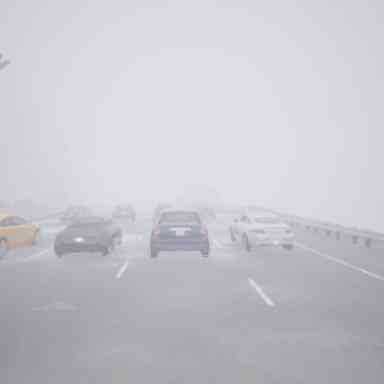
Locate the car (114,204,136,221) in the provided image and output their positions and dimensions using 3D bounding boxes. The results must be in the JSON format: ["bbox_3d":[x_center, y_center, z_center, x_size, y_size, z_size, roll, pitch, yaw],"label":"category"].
[{"bbox_3d":[-5.970,1.733,29.345,1.994,1.385,4.181,0,0,-9],"label":"car"}]

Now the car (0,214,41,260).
[{"bbox_3d":[-7.518,1.560,12.807,1.882,1.535,5.008,0,-1,-4],"label":"car"}]

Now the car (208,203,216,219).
[{"bbox_3d":[0.918,1.688,30.594,1.812,1.442,4.674,0,0,-9],"label":"car"}]

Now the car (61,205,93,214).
[{"bbox_3d":[-9.034,1.705,26.368,2.033,1.411,5.357,0,0,-8],"label":"car"}]

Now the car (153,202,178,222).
[{"bbox_3d":[-2.445,1.669,29.475,1.837,1.490,4.892,0,0,-9],"label":"car"}]

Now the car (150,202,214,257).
[{"bbox_3d":[-0.554,1.425,13.455,2.097,1.767,4.553,0,0,-4],"label":"car"}]

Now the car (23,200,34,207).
[{"bbox_3d":[-25.806,1.675,51.813,2.097,1.767,4.553,0,0,-17],"label":"car"}]

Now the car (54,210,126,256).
[{"bbox_3d":[-4.071,1.646,13.596,1.994,1.385,4.181,0,0,-4],"label":"car"}]

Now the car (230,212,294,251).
[{"bbox_3d":[2.885,1.598,14.399,1.812,1.442,4.674,0,0,-4],"label":"car"}]
